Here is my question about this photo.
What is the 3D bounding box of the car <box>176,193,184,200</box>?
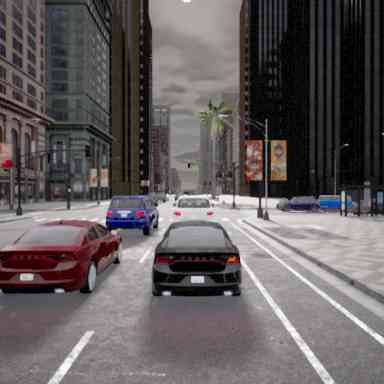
[{"bbox_3d":[-3.326,1.147,92.067,2.097,1.767,4.553,0,0,0],"label":"car"}]

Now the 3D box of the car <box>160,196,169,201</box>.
[{"bbox_3d":[-6.566,1.560,79.856,1.895,1.301,4.718,0,0,0],"label":"car"}]

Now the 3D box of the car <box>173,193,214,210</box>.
[{"bbox_3d":[0.086,1.212,18.607,2.150,2.045,5.566,0,0,0],"label":"car"}]

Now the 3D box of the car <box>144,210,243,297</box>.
[{"bbox_3d":[0.092,1.473,8.648,1.882,1.535,5.008,0,0,0],"label":"car"}]

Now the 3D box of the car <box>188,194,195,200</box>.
[{"bbox_3d":[-0.076,1.349,92.516,2.033,1.411,5.357,0,0,0],"label":"car"}]

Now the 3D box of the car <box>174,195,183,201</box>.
[{"bbox_3d":[-3.318,1.455,81.677,1.837,1.490,4.892,0,0,0],"label":"car"}]

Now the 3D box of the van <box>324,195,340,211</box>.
[{"bbox_3d":[17.033,1.294,39.840,3.998,1.788,1.690,0,0,0],"label":"van"}]

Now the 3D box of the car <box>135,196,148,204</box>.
[{"bbox_3d":[-9.837,1.496,65.459,1.812,1.442,4.674,0,0,0],"label":"car"}]

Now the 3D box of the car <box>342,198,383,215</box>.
[{"bbox_3d":[17.044,1.533,31.316,4.403,1.369,2.008,0,0,0],"label":"car"}]

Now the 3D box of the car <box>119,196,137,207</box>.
[{"bbox_3d":[-9.926,1.467,51.868,2.128,1.511,4.902,0,0,-3],"label":"car"}]

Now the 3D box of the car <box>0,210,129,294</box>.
[{"bbox_3d":[-3.157,1.473,8.800,1.882,1.535,5.008,0,0,0],"label":"car"}]

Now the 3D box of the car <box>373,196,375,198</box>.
[{"bbox_3d":[22.710,1.264,39.846,5.009,1.841,2.192,0,0,0],"label":"car"}]

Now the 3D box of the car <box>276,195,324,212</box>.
[{"bbox_3d":[11.745,1.318,37.111,4.553,1.767,2.097,0,0,-2],"label":"car"}]

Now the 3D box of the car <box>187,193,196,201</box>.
[{"bbox_3d":[-0.068,1.181,82.127,2.150,2.045,5.566,0,0,0],"label":"car"}]

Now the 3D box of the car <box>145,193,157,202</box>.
[{"bbox_3d":[-9.816,1.189,79.744,2.150,2.045,5.566,0,0,0],"label":"car"}]

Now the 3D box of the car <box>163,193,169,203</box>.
[{"bbox_3d":[-6.559,1.192,68.897,2.150,2.045,5.566,0,0,0],"label":"car"}]

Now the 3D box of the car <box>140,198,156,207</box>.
[{"bbox_3d":[-6.621,1.577,50.620,1.895,1.301,4.718,0,0,-1],"label":"car"}]

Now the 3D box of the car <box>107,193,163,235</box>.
[{"bbox_3d":[-3.194,1.212,18.664,2.150,2.045,5.566,0,0,2],"label":"car"}]
